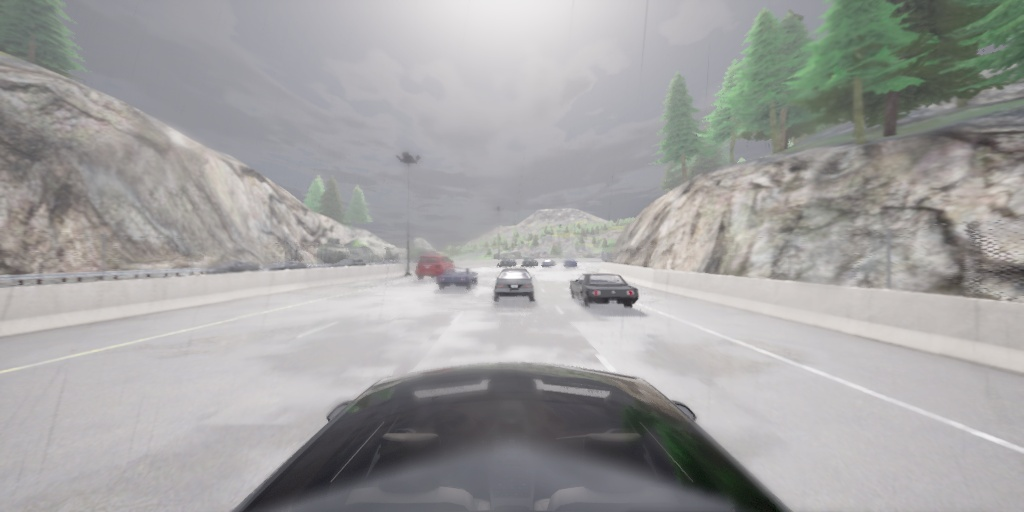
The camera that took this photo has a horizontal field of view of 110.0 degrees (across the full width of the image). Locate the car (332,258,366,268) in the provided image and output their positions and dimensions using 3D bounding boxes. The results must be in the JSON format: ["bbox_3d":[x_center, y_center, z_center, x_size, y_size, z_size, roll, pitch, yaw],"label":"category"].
[{"bbox_3d":[-19.212,1.094,42.430,2.097,1.767,4.553,0,0,8],"label":"car"}]

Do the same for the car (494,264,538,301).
[{"bbox_3d":[0.145,1.298,17.279,2.033,1.411,5.357,0,0,1],"label":"car"}]

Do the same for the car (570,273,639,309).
[{"bbox_3d":[3.619,1.352,15.021,1.895,1.301,4.718,0,0,0],"label":"car"}]

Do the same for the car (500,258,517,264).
[{"bbox_3d":[-0.542,1.102,63.084,2.097,1.767,4.553,0,0,15],"label":"car"}]

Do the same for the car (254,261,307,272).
[{"bbox_3d":[-23.393,1.233,37.057,2.128,1.511,4.902,0,0,6],"label":"car"}]

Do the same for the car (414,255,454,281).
[{"bbox_3d":[-6.318,0.970,30.469,2.150,2.045,5.566,0,0,5],"label":"car"}]

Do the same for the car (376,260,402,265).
[{"bbox_3d":[-15.391,1.235,44.555,2.128,1.511,4.902,0,0,9],"label":"car"}]

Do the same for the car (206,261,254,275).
[{"bbox_3d":[-27.124,1.230,35.092,2.128,1.511,4.902,0,0,6],"label":"car"}]

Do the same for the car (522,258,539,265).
[{"bbox_3d":[3.303,1.104,63.579,2.097,1.767,4.553,0,0,16],"label":"car"}]

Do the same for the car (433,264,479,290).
[{"bbox_3d":[-3.227,1.350,22.403,1.895,1.301,4.718,0,0,2],"label":"car"}]

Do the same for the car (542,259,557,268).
[{"bbox_3d":[6.650,1.301,63.495,2.033,1.411,5.357,0,0,18],"label":"car"}]

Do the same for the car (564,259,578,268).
[{"bbox_3d":[10.450,1.233,63.113,1.882,1.535,5.008,0,0,17],"label":"car"}]
